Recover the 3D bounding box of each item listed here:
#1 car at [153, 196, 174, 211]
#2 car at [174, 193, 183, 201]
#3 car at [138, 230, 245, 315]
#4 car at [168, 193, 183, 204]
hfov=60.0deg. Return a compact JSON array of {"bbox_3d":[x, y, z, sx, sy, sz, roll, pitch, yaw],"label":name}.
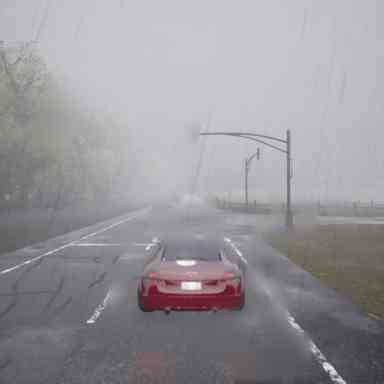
[{"bbox_3d":[-3.481,1.533,40.193,1.812,1.442,4.674,0,0,0],"label":"car"},{"bbox_3d":[-3.655,1.226,89.979,2.150,2.045,5.566,0,0,0],"label":"car"},{"bbox_3d":[-0.009,1.567,7.676,1.994,1.385,4.181,0,0,0],"label":"car"},{"bbox_3d":[-3.513,1.226,65.970,2.150,2.045,5.566,0,0,0],"label":"car"}]
